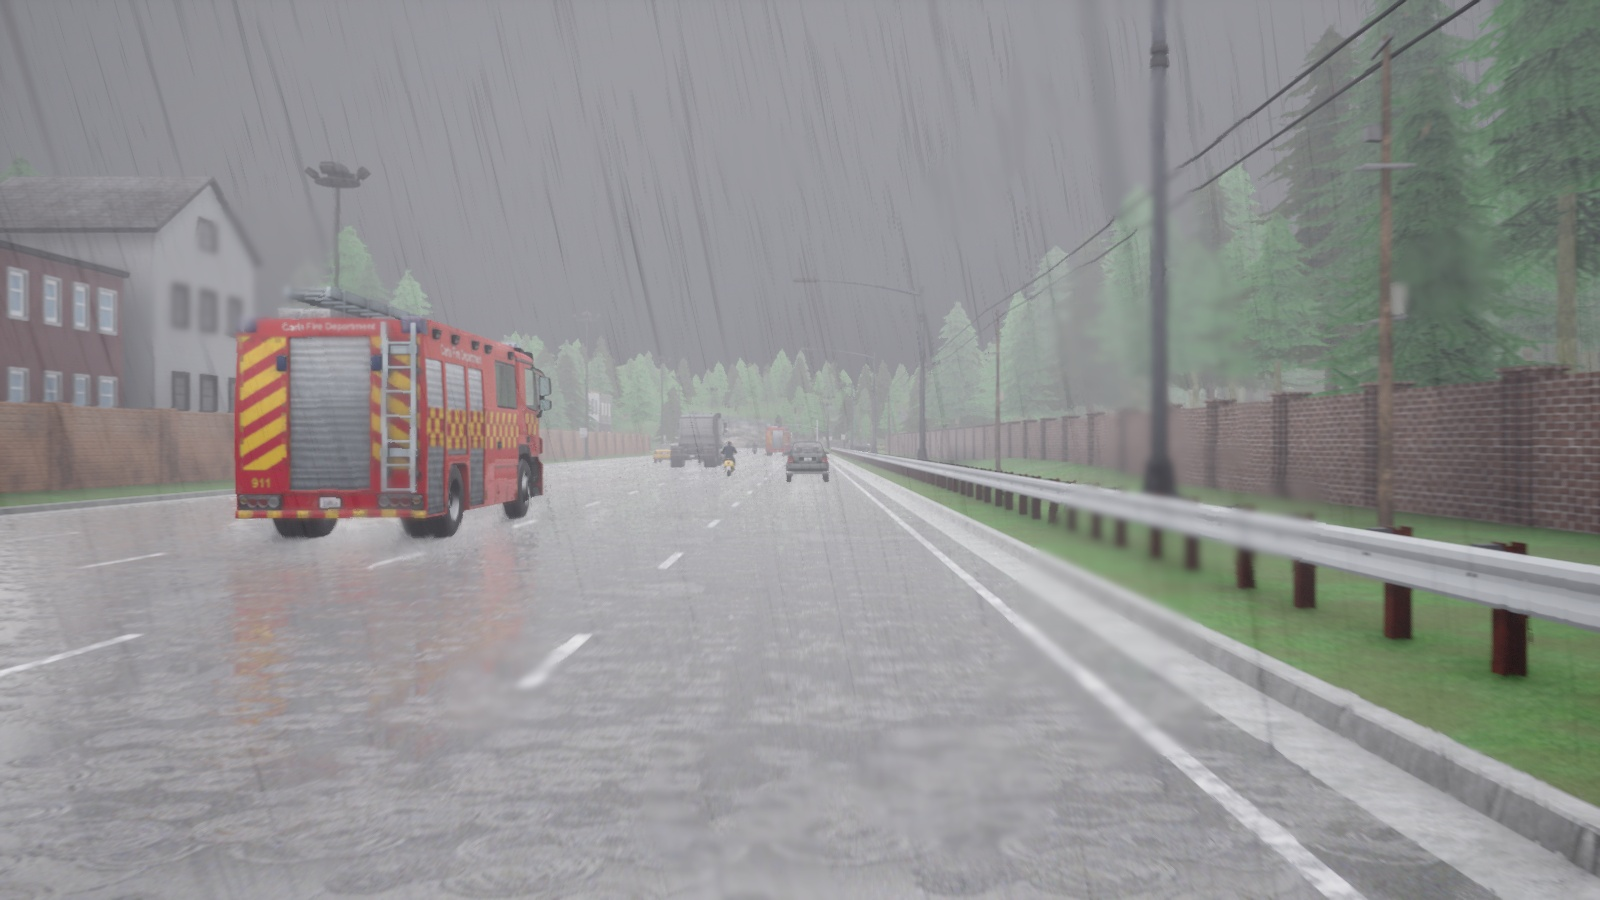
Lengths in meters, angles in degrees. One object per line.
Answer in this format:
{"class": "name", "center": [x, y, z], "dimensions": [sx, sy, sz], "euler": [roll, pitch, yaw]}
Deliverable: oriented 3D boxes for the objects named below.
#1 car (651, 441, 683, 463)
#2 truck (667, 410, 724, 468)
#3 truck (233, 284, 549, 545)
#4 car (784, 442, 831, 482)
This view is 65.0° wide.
{"class": "car", "center": [-9.949, 0.149, 94.465], "dimensions": [1.801, 1.575, 5.366], "euler": [0, 0, 0]}
{"class": "truck", "center": [-6.531, -0.687, 79.734], "dimensions": [2.891, 3.462, 7.936], "euler": [0, 0, 0]}
{"class": "truck", "center": [-6.855, -0.550, 22.682], "dimensions": [2.891, 3.827, 8.468], "euler": [0, 0, 0]}
{"class": "car", "center": [0.300, 0.445, 50.133], "dimensions": [1.789, 1.549, 3.705], "euler": [0, 0, 0]}
